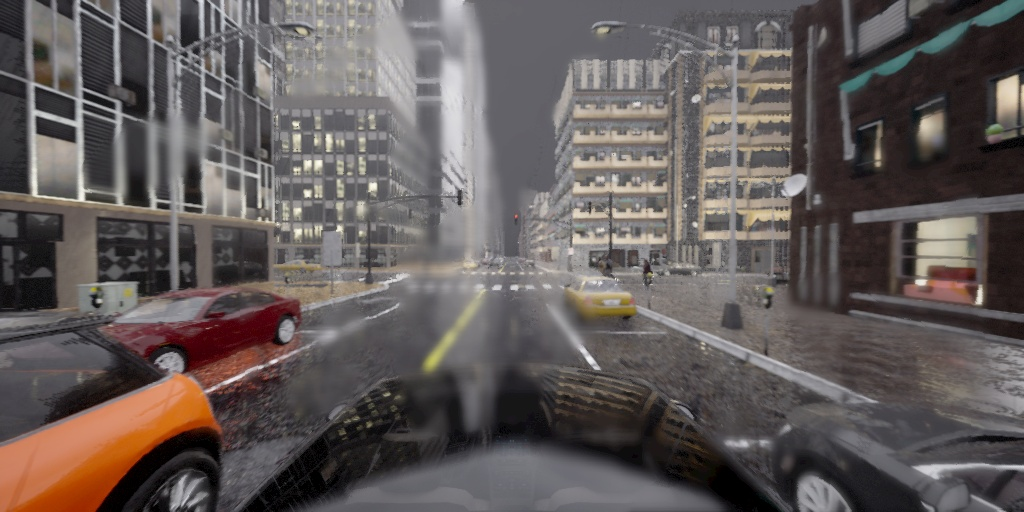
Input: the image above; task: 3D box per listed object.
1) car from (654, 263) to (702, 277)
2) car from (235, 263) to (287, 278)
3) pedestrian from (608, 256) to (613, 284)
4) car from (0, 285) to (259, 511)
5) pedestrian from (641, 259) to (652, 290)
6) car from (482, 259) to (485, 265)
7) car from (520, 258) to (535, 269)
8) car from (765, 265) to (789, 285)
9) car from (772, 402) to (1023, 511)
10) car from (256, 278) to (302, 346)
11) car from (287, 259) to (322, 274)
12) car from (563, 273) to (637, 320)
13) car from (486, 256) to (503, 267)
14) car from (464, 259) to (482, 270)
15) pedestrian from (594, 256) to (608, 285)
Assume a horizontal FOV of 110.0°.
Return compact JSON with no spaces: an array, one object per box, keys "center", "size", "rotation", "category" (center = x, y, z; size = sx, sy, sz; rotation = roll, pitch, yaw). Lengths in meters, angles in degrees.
[{"center":[16.319,1.345,35.376],"size":[4.403,1.370,2.007],"rotation":[0,0,1],"category":"car"},{"center":[-20.278,1.180,27.551],"size":[4.403,1.370,2.007],"rotation":[0,0,1],"category":"car"},{"center":[5.878,0.878,21.760],"size":[0.375,1.860,0.375],"rotation":[-1,1,0],"category":"pedestrian"},{"center":[-3.096,1.103,0.591],"size":[2.097,1.767,4.553],"rotation":[0,0,0],"category":"car"},{"center":[7.997,1.063,21.163],"size":[0.375,1.860,0.375],"rotation":[-1,1,0],"category":"pedestrian"},{"center":[-5.674,1.260,55.852],"size":[1.948,1.339,4.313],"rotation":[0,0,0],"category":"car"},{"center":[2.706,1.244,55.850],"size":[2.007,1.370,4.403],"rotation":[0,0,0],"category":"car"},{"center":[21.724,1.552,26.918],"size":[4.313,1.339,1.948],"rotation":[0,0,1],"category":"car"},{"center":[2.819,1.301,0.952],"size":[2.007,1.370,4.403],"rotation":[0,0,0],"category":"car"},{"center":[-5.819,1.290,6.656],"size":[1.888,1.381,4.507],"rotation":[0,0,0],"category":"car"},{"center":[-21.656,0.999,35.885],"size":[4.829,1.417,1.751],"rotation":[0,0,1],"category":"car"},{"center":[2.823,1.264,12.410],"size":[1.751,1.417,4.829],"rotation":[0,0,0],"category":"car"},{"center":[-3.007,1.191,62.506],"size":[1.837,1.490,4.892],"rotation":[0,0,1],"category":"car"},{"center":[-5.676,1.225,50.028],"size":[1.751,1.417,4.829],"rotation":[0,0,0],"category":"car"},{"center":[5.096,0.873,20.560],"size":[0.375,1.860,0.375],"rotation":[-1,1,0],"category":"pedestrian"}]
